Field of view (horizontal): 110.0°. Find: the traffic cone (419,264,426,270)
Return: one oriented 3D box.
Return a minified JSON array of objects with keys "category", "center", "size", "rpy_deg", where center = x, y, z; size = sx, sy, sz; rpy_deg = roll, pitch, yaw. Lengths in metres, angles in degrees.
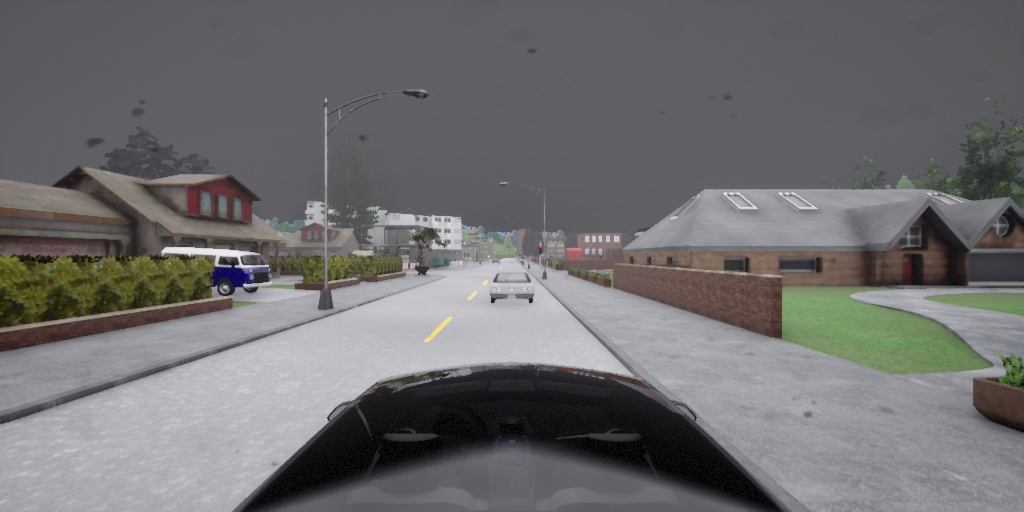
[{"category":"traffic cone","center":[-14.391,1.580,57.645],"size":[0.344,0.586,0.344],"rpy_deg":[0,0,0]}]

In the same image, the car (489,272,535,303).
[{"category":"car","center":[0.000,1.365,16.530],"size":[1.895,1.301,4.718],"rpy_deg":[0,0,0]}]

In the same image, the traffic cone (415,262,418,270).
[{"category":"traffic cone","center":[-15.390,1.556,56.604],"size":[0.344,0.586,0.344],"rpy_deg":[0,0,0]}]

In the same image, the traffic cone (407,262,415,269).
[{"category":"traffic cone","center":[-15.751,1.559,56.035],"size":[0.344,0.586,0.344],"rpy_deg":[0,0,0]}]
